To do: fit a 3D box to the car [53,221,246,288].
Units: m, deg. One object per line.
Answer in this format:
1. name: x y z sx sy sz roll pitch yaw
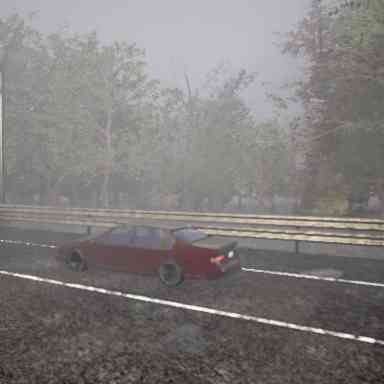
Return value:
1. car: -1.284 1.525 9.114 5.357 1.411 2.033 0 0 28
